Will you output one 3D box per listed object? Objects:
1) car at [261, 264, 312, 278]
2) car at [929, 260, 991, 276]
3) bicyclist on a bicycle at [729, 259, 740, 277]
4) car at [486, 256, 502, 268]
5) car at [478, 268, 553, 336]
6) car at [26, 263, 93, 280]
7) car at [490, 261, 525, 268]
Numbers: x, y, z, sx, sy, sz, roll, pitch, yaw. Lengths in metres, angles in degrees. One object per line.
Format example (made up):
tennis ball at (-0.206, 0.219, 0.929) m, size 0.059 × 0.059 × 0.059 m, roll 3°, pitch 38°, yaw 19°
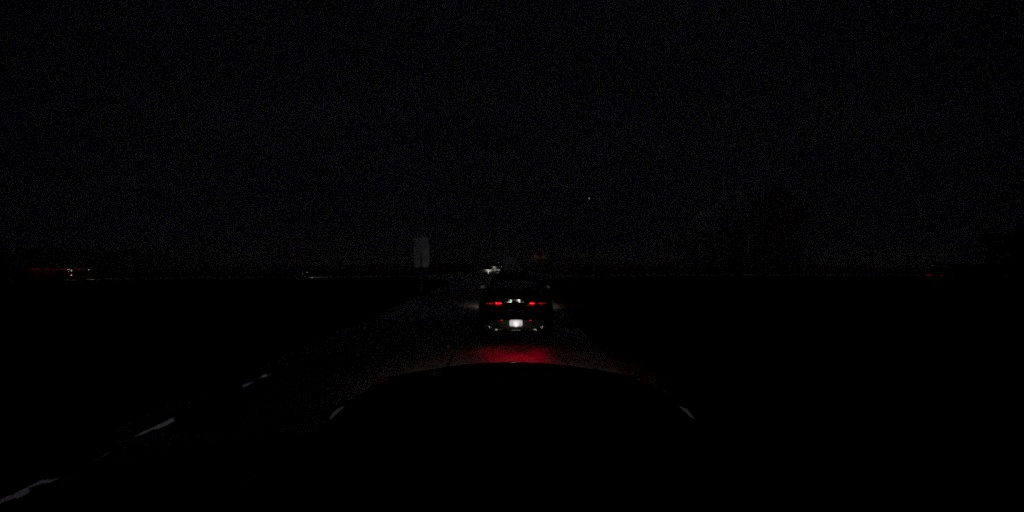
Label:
car at (-21.964, 1.430, 34.958) m, size 4.181 × 1.385 × 1.994 m, roll 0°, pitch -1°, yaw 0°
car at (44.368, 1.164, 35.369) m, size 4.902 × 1.511 × 2.128 m, roll 0°, pitch -1°, yaw 1°
bicyclist on a bicycle at (19.944, 1.099, 32.155) m, size 0.582 × 1.620 × 1.656 m, roll 0°, pitch 0°, yaw 0°
car at (-2.839, 0.997, 57.097) m, size 2.150 × 2.045 × 5.566 m, roll 0°, pitch 0°, yaw 0°
car at (0.090, 1.255, 10.438) m, size 1.837 × 1.490 × 4.892 m, roll 0°, pitch 0°, yaw 0°
car at (-43.938, 1.418, 34.879) m, size 4.553 × 1.767 × 2.097 m, roll 0°, pitch -1°, yaw 0°
car at (0.081, 1.245, 20.985) m, size 2.128 × 1.511 × 4.902 m, roll 0°, pitch 0°, yaw 0°
